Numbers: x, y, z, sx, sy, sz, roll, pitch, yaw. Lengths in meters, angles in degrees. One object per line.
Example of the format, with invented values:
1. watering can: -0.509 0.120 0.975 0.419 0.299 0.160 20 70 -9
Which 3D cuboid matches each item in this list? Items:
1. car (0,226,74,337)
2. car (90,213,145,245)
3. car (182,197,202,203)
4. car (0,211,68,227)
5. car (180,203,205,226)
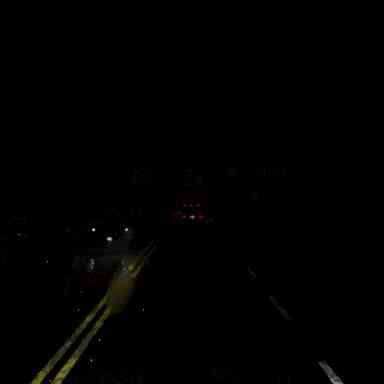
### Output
1. car: -3.586 1.588 5.907 1.812 1.442 4.674 0 -1 0
2. car: -3.594 1.775 16.778 1.895 1.301 4.718 0 -1 0
3. car: 0.021 1.628 39.414 2.150 2.045 5.566 0 0 1
4. car: -7.098 1.630 14.629 1.882 1.535 5.008 0 -1 0
5. car: 0.044 1.811 25.539 2.033 1.411 5.357 0 -1 0
